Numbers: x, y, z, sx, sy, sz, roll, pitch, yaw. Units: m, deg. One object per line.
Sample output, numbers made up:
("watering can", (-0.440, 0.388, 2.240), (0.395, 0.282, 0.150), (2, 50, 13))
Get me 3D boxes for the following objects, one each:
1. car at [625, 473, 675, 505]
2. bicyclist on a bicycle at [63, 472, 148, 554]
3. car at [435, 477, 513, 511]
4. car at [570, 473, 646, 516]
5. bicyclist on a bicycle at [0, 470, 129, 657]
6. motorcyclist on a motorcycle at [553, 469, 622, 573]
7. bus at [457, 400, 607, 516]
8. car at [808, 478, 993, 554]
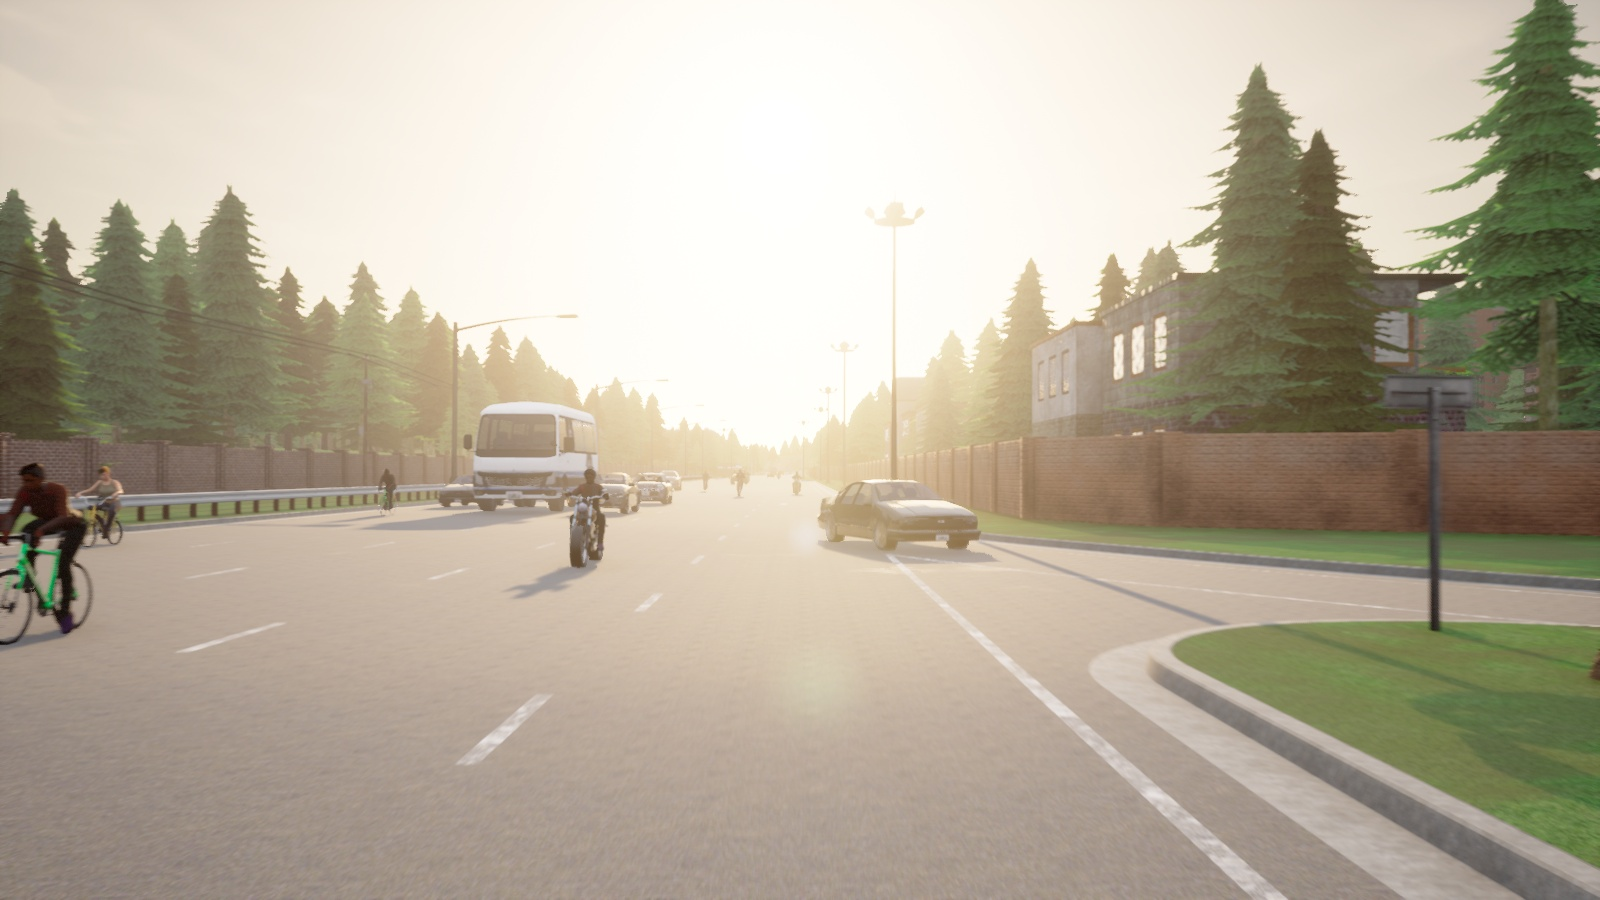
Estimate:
("car", (-7.148, 1.869, 60.228), (1.970, 1.475, 3.806), (0, -1, 0))
("bicyclist on a bicycle", (-14.058, 1.257, 25.467), (0.866, 1.612, 1.509), (0, -1, 0))
("car", (-14.134, 1.883, 54.756), (2.033, 1.411, 5.357), (0, -1, 0))
("car", (-7.116, 1.627, 47.018), (2.128, 1.511, 4.902), (0, -1, 0))
("bicyclist on a bicycle", (-7.029, 1.004, 11.788), (0.582, 1.620, 1.656), (0, -1, 0))
("motorcyclist on a motorcycle", (-3.553, 1.154, 21.208), (0.766, 1.649, 2.350), (0, -1, 0))
("bus", (-10.632, 0.383, 51.270), (3.944, 4.253, 10.273), (0, -1, 0))
("car", (1.997, 1.329, 26.946), (2.033, 1.411, 5.357), (0, -1, -18))
